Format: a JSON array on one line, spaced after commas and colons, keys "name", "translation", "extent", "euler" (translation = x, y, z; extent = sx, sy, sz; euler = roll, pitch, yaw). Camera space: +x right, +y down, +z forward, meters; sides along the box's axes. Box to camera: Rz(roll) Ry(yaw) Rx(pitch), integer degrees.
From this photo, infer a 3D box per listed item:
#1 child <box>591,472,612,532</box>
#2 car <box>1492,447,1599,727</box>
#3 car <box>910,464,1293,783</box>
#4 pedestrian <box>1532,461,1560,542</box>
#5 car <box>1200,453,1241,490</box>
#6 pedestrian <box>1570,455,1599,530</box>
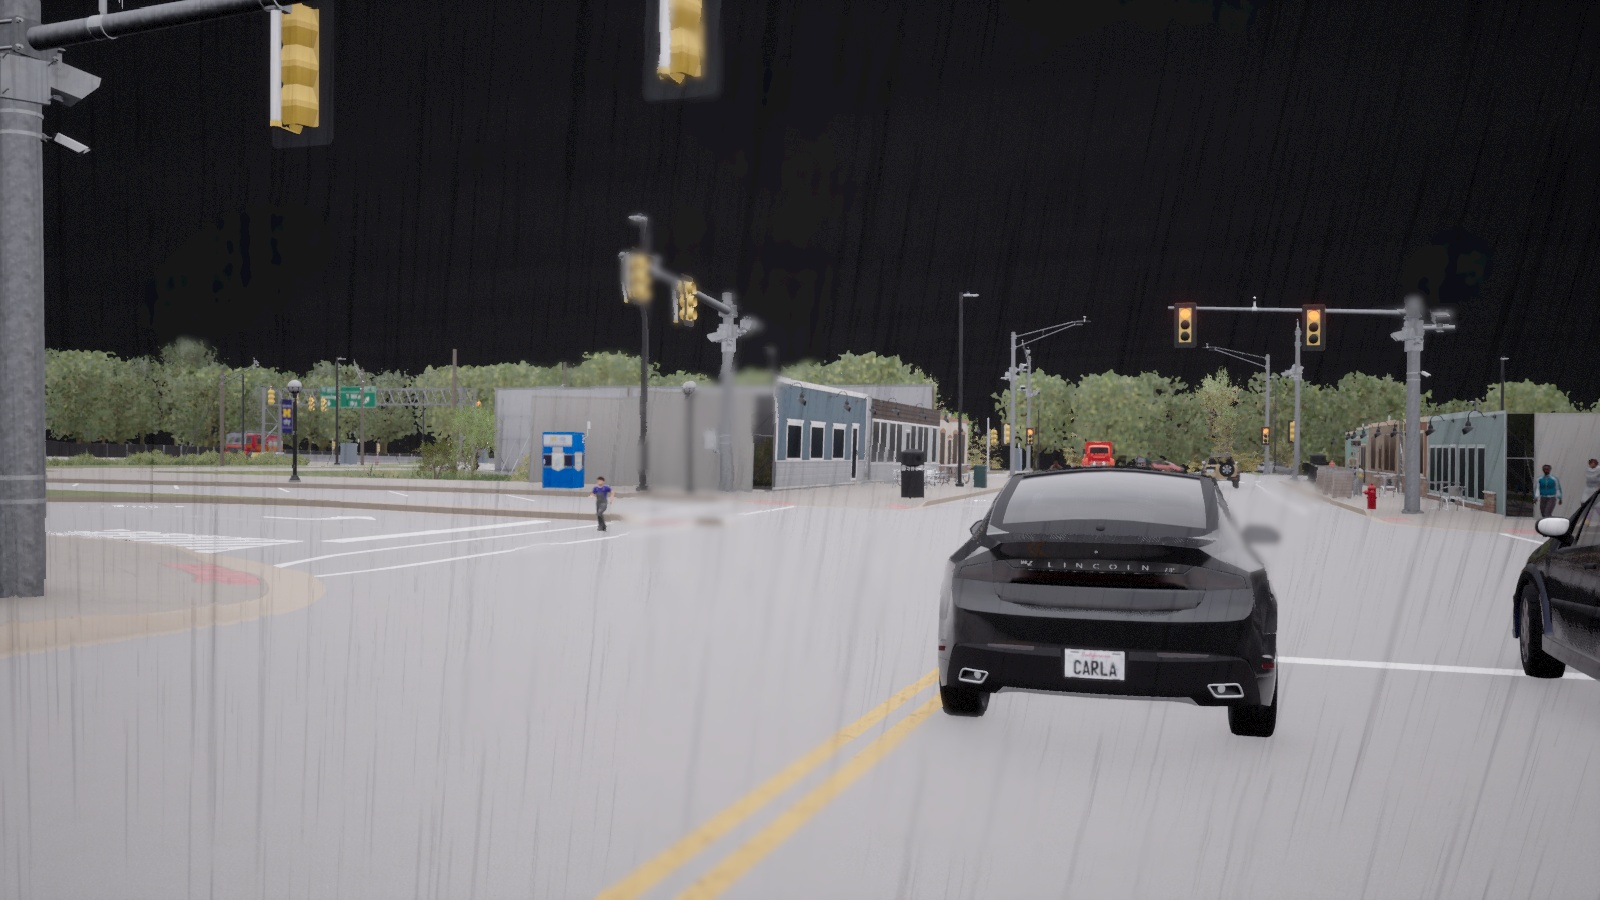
[{"name": "child", "translation": [-4.283, 1.115, 27.129], "extent": [0.270, 1.263, 0.437], "euler": [1, 1, 19]}, {"name": "car", "translation": [5.806, 0.822, 7.885], "extent": [1.851, 1.617, 3.988], "euler": [1, -1, 18]}, {"name": "car", "translation": [2.155, 0.886, 8.577], "extent": [1.837, 1.490, 4.892], "euler": [1, -1, 17]}, {"name": "pedestrian", "translation": [18.122, 1.234, 30.501], "extent": [0.692, 1.930, 0.396], "euler": [0, 1, -45]}, {"name": "car", "translation": [22.590, 1.108, 67.554], "extent": [1.932, 1.855, 4.605], "euler": [1, 0, 17]}, {"name": "pedestrian", "translation": [21.049, 1.109, 33.287], "extent": [0.873, 1.952, 0.659], "euler": [0, 1, -19]}]
